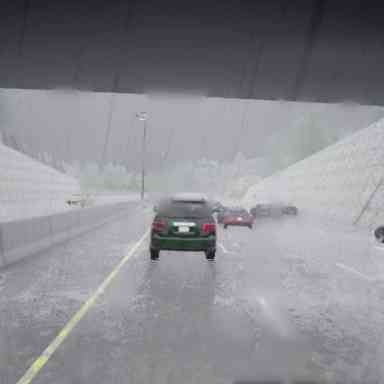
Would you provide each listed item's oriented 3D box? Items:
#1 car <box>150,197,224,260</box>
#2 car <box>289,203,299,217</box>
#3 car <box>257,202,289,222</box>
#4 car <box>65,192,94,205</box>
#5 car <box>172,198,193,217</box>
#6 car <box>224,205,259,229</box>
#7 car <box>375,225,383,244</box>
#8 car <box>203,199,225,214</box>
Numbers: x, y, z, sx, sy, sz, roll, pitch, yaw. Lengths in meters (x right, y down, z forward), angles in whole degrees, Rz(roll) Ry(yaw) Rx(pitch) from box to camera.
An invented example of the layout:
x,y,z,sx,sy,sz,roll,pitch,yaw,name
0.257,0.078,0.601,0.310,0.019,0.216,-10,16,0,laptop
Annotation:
x,y,z,sx,sy,sz,roll,pitch,yaw,name
-0.326,1.203,12.605,2.150,2.045,5.566,2,0,-2,car
9.488,1.779,34.282,1.812,1.442,4.674,2,0,-2,car
6.183,1.709,28.252,2.033,1.411,5.357,2,0,-2,car
-11.599,0.731,34.518,1.882,1.535,5.008,2,0,-2,car
-0.950,1.455,32.561,1.837,1.490,4.892,2,0,-2,car
2.867,1.632,22.445,1.994,1.385,4.181,2,0,-2,car
10.102,1.810,14.665,1.812,1.442,4.674,2,0,-2,car
2.403,1.610,37.246,1.994,1.385,4.181,2,0,-2,car
